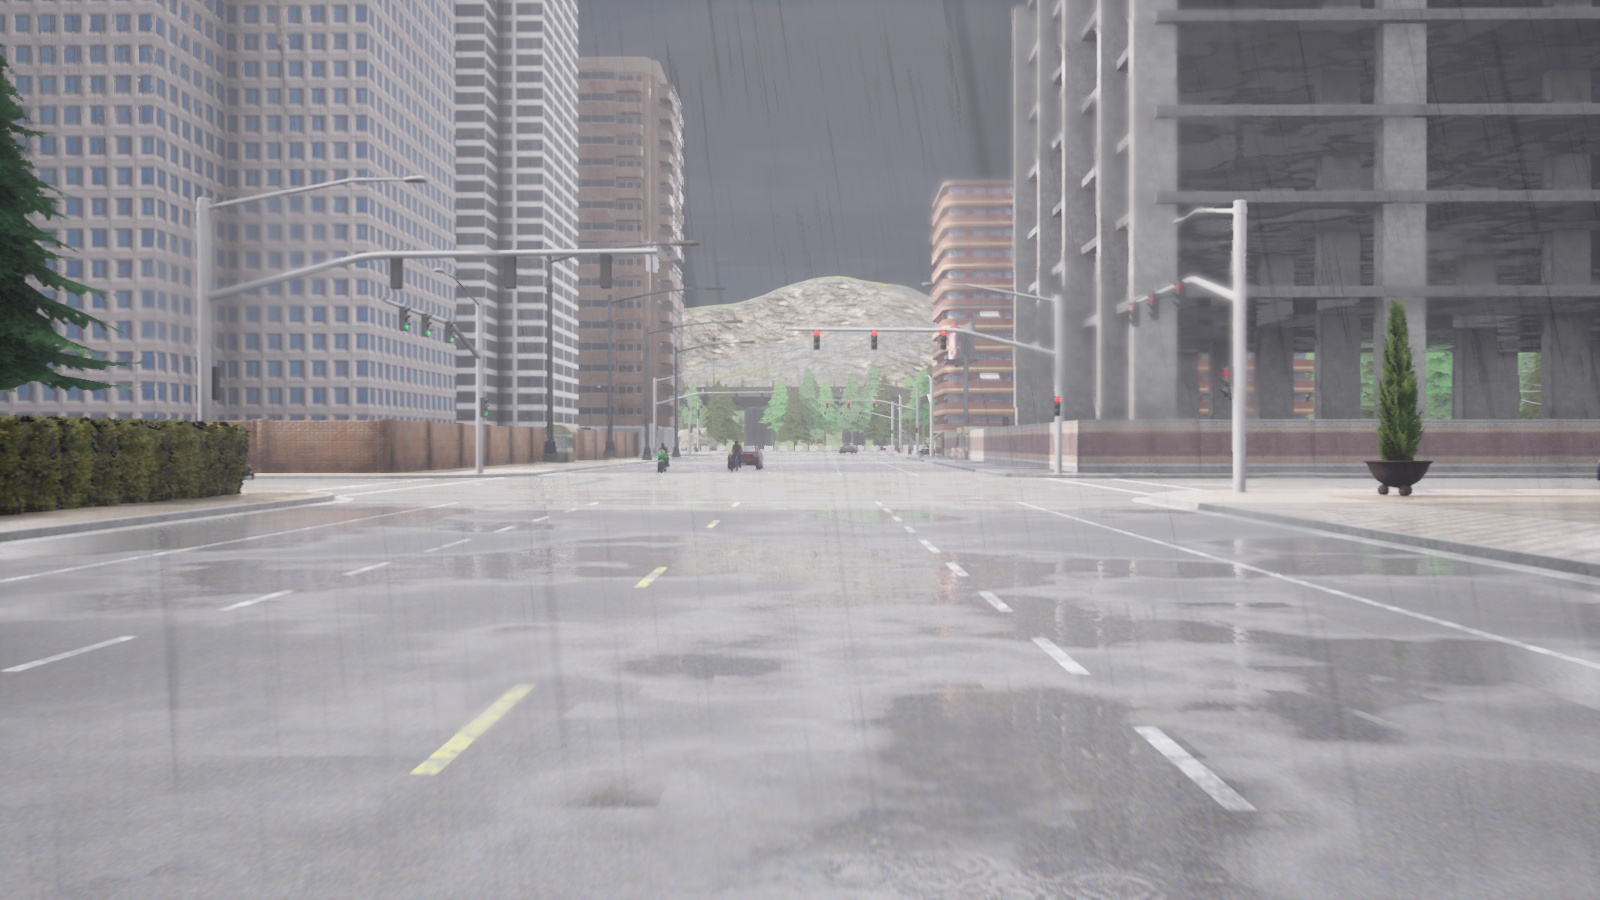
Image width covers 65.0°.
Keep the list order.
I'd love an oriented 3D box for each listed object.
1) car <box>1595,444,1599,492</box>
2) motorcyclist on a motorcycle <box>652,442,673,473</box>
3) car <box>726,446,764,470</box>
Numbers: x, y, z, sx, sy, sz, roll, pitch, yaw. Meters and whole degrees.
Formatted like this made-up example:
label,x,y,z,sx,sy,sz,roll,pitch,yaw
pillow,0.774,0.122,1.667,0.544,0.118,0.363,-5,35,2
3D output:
label,x,y,z,sx,sy,sz,roll,pitch,yaw
car,26.697,0.566,38.365,3.633,1.501,1.845,0,0,1
motorcyclist on a motorcycle,-6.809,0.372,62.328,0.797,1.523,2.044,0,0,1
car,-3.116,0.440,71.798,1.895,1.301,4.718,0,0,1
